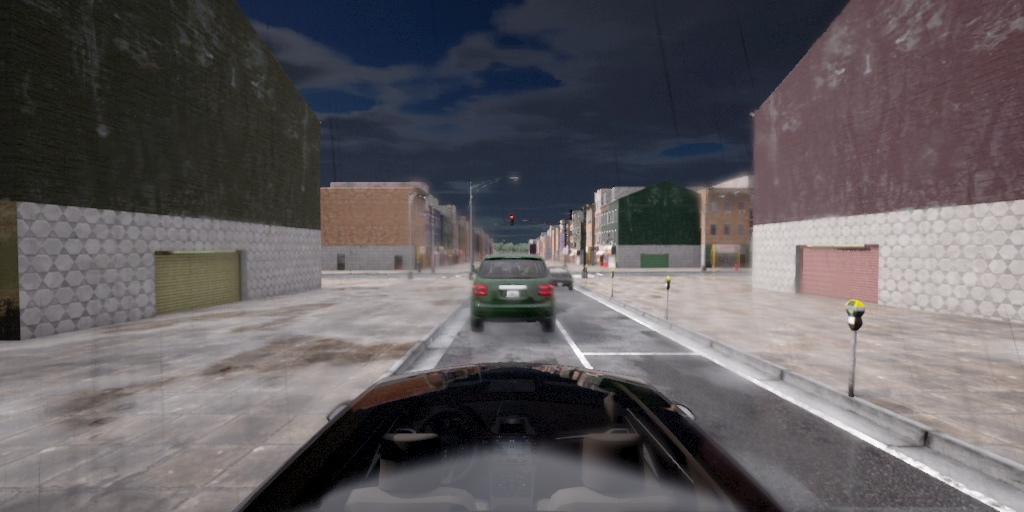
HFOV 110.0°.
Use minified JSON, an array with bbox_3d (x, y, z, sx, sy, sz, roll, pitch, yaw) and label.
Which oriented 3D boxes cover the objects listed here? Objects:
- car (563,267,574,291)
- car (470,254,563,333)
[{"bbox_3d":[2.594,1.288,21.320,2.007,1.370,4.403,0,0,0],"label":"car"},{"bbox_3d":[0.029,0.965,10.905,2.150,2.045,5.566,0,0,0],"label":"car"}]
